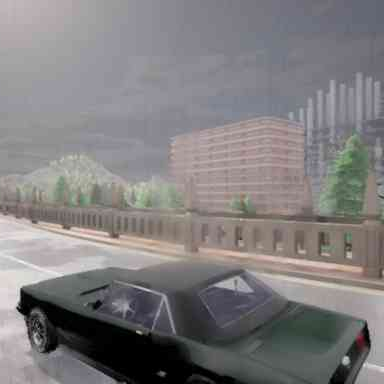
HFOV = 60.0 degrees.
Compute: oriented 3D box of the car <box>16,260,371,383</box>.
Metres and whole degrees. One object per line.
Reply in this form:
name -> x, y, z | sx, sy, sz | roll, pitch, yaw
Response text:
car -> -0.402, 1.627, 4.442 | 4.718, 1.301, 1.895 | 0, 0, 38
